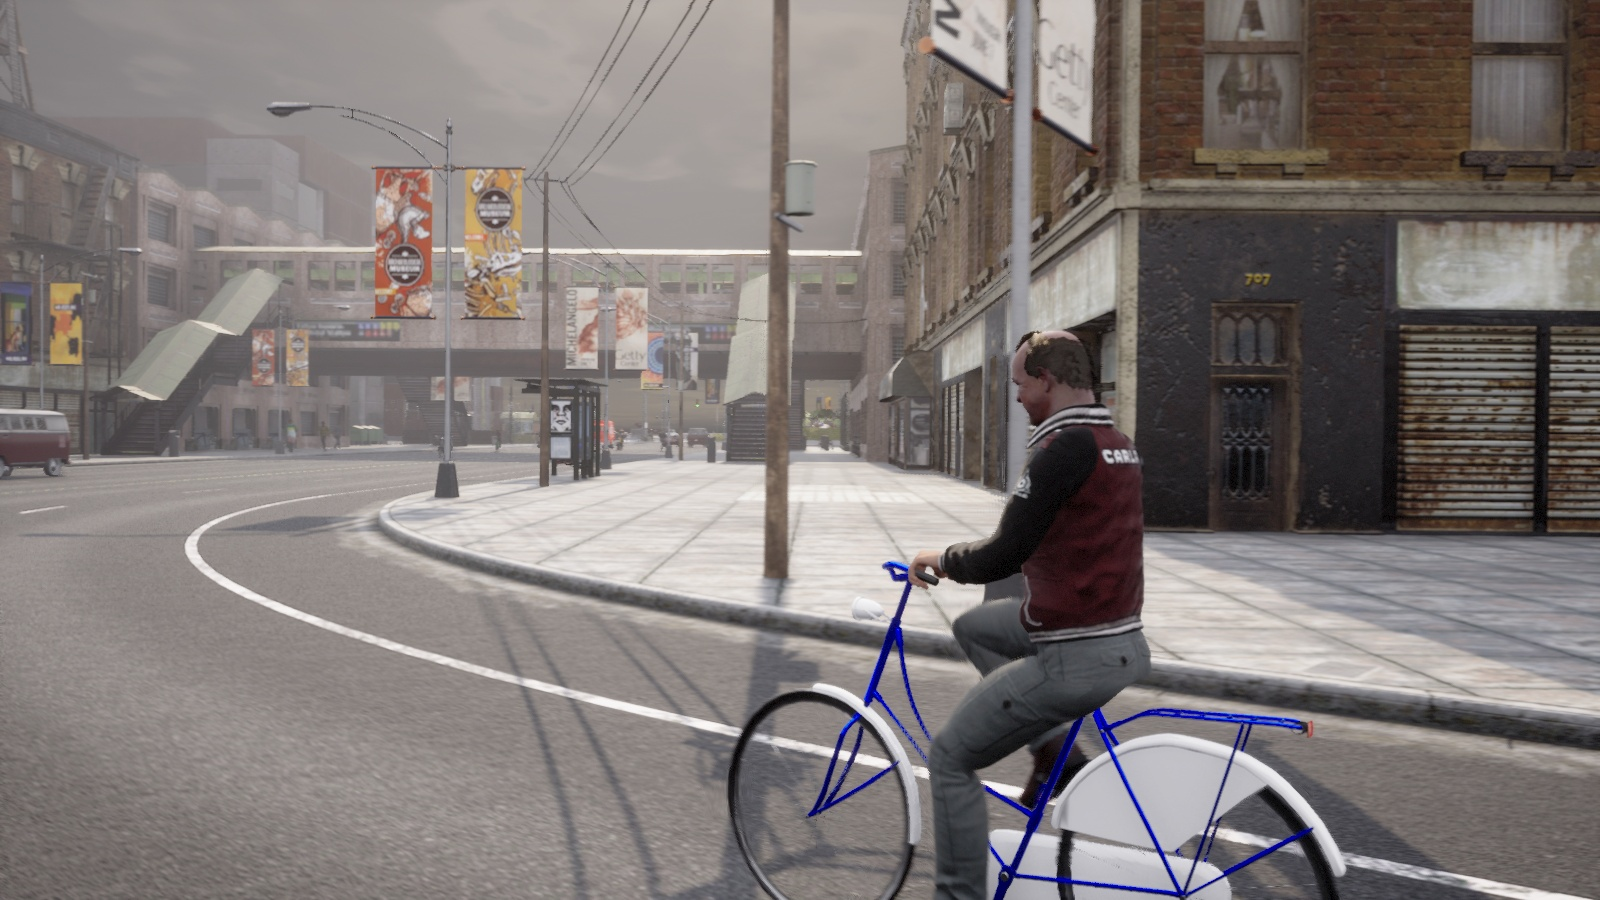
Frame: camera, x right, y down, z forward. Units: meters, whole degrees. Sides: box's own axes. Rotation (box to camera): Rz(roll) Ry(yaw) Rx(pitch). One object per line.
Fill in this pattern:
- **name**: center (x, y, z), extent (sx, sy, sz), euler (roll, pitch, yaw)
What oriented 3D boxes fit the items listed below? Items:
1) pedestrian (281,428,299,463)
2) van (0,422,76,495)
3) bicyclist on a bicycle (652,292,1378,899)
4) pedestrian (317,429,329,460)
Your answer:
- **pedestrian**: center (-28.600, -0.272, 70.395), extent (0.659, 1.952, 0.873), euler (-1, 1, -2)
- **van**: center (-22.633, 0.223, 35.408), extent (1.775, 1.987, 4.442), euler (0, 1, 1)
- **bicyclist on a bicycle**: center (0.503, 0.554, 3.419), extent (1.843, 1.776, 0.659), euler (0, 1, 37)
- **pedestrian**: center (-28.275, -0.326, 74.429), extent (0.431, 1.840, 0.709), euler (-1, 1, -3)
